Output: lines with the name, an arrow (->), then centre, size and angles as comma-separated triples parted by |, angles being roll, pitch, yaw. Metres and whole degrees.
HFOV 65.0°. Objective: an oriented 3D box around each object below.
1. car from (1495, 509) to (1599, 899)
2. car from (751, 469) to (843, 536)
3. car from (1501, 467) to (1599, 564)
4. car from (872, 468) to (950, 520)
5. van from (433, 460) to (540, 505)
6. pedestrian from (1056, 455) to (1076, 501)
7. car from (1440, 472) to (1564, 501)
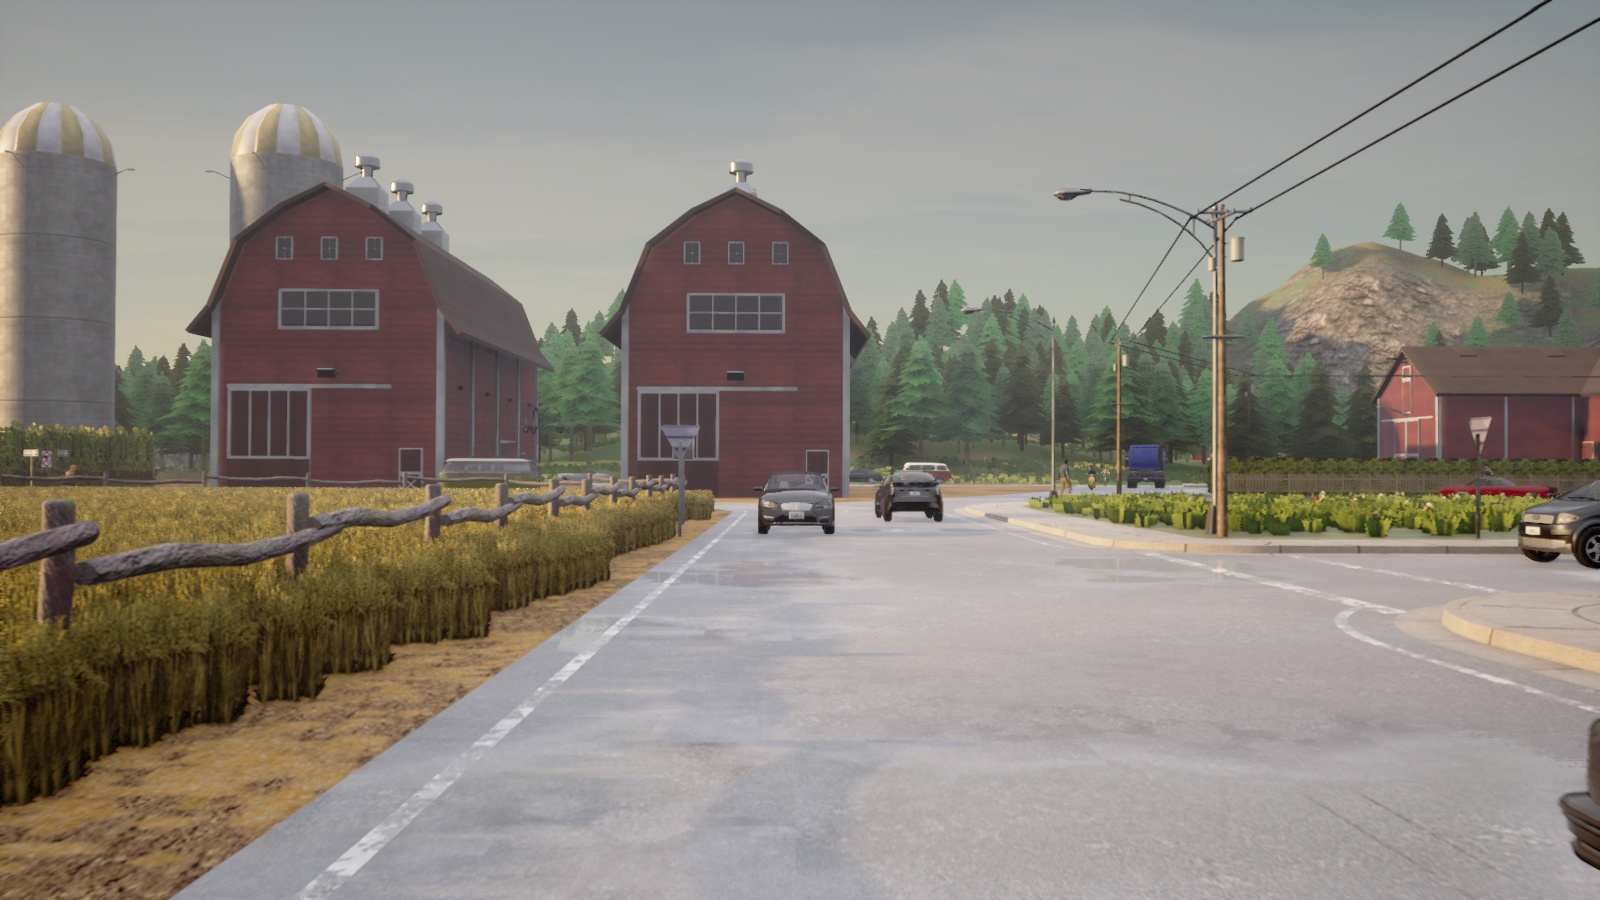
car -> 3.469, 0.873, 1.797 | 2.033, 1.411, 5.357 | 0, -1, 1
car -> -0.079, 1.242, 31.303 | 2.128, 1.511, 4.902 | 0, -1, 0
car -> 14.088, 1.053, 21.023 | 3.705, 1.549, 1.789 | 0, -1, -1
car -> 3.383, 1.338, 39.203 | 2.007, 1.525, 4.514 | 0, -1, 0
van -> -14.162, 1.481, 56.872 | 4.442, 1.987, 1.775 | 0, -1, -2
pedestrian -> 11.301, 1.182, 53.377 | 0.788, 1.949, 0.423 | 0, -1, -35
car -> 32.940, 1.673, 58.997 | 4.718, 1.301, 1.895 | -1, -1, 44
